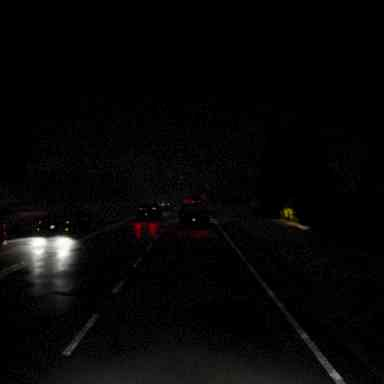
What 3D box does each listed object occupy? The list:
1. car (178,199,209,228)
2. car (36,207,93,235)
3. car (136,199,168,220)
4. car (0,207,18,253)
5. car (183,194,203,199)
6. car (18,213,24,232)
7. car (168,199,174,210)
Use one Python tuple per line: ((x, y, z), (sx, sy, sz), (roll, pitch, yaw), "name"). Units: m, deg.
((0.109, 1.483, 22.103), (1.882, 1.535, 5.008), (0, 0, 0), "car")
((-7.018, 1.568, 18.705), (1.994, 1.385, 4.181), (0, 0, 0), "car")
((-3.464, 1.498, 27.926), (2.128, 1.511, 4.902), (0, 0, 0), "car")
((-7.074, 1.224, 8.512), (2.150, 2.045, 5.566), (0, 0, 0), "car")
((0.111, 1.232, 40.919), (2.150, 2.045, 5.566), (0, 0, 0), "car")
((-10.508, 1.529, 17.217), (1.812, 1.442, 4.674), (0, 0, 0), "car")
((-3.428, 1.557, 42.587), (2.033, 1.411, 5.357), (0, 0, 1), "car")
